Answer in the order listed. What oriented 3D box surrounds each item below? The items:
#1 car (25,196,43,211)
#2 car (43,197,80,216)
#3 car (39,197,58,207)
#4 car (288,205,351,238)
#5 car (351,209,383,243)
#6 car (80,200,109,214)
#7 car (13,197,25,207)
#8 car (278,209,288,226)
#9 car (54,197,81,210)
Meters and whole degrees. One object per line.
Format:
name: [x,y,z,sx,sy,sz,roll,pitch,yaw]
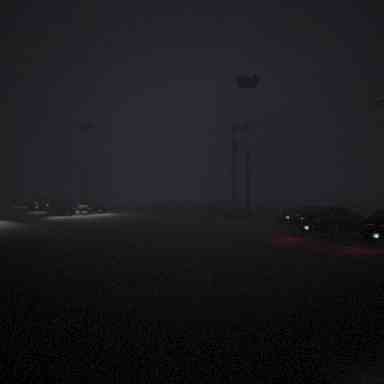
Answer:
car: [-18.477,1.346,40.649,2.097,1.767,4.553,0,0,-36]
car: [-13.084,1.499,33.187,1.837,1.490,4.892,0,0,-36]
car: [-22.634,1.517,52.428,1.812,1.442,4.674,0,0,-35]
car: [7.609,1.495,17.773,4.892,1.490,1.837,0,0,-36]
car: [9.349,1.495,14.714,4.892,1.490,1.837,0,0,-36]
car: [-10.833,1.539,36.055,2.033,1.411,5.357,0,0,-36]
car: [-27.084,1.541,52.621,2.033,1.411,5.357,0,0,-35]
car: [7.667,1.552,22.112,4.181,1.385,1.994,0,0,-36]
car: [-16.483,1.483,43.882,2.128,1.511,4.902,0,0,-36]
